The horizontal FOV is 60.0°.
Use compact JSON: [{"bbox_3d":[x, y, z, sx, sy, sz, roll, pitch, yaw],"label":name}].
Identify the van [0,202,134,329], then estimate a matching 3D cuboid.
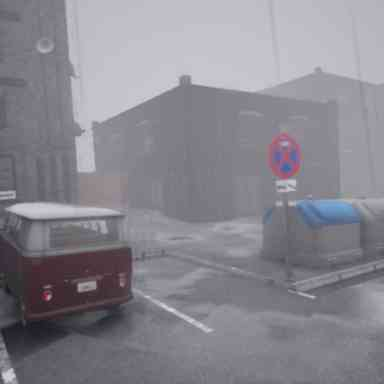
[{"bbox_3d":[-2.926,1.242,7.060,1.878,1.987,4.442,-1,0,-35],"label":"van"}]
